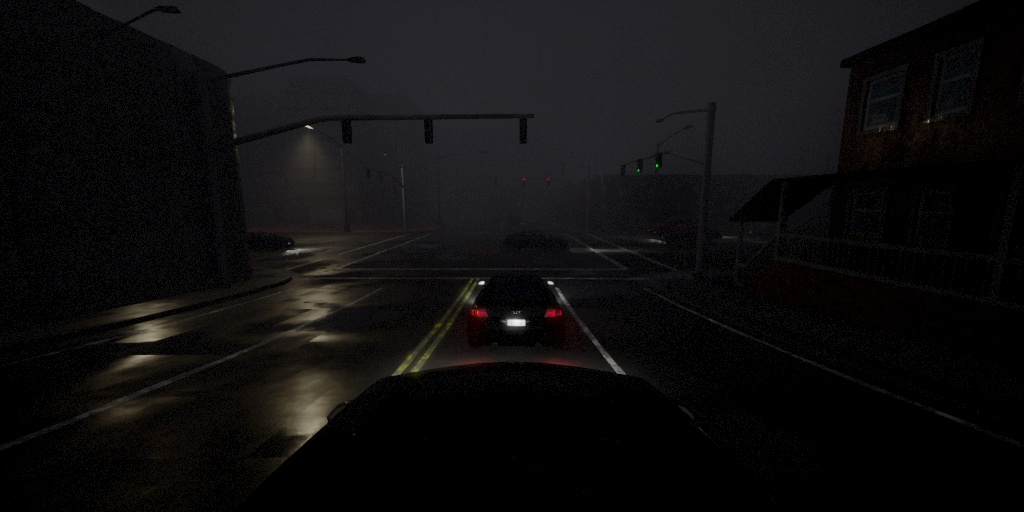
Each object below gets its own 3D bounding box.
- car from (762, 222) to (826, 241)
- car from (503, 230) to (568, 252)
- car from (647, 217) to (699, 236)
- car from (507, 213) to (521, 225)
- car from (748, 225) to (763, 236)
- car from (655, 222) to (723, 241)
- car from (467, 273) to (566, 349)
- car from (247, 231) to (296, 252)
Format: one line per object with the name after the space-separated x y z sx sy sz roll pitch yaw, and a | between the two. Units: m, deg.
26.966 -2.237 33.756 5.008 1.535 1.882 0 8 0 | car
1.739 -1.188 26.820 4.902 1.511 2.128 0 8 0 | car
17.004 -3.005 37.258 5.566 2.045 2.150 0 8 0 | car
0.319 -5.827 58.462 1.837 1.490 4.892 0 8 0 | car
27.251 -2.732 37.218 4.902 1.511 2.128 0 8 1 | car
16.869 -2.173 33.844 5.357 1.411 2.033 0 8 0 | car
0.100 1.092 8.671 1.994 1.385 4.181 0 3 0 | car
-18.774 -1.126 26.977 4.181 1.385 1.994 0 8 0 | car
